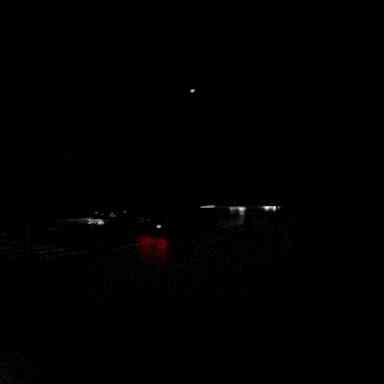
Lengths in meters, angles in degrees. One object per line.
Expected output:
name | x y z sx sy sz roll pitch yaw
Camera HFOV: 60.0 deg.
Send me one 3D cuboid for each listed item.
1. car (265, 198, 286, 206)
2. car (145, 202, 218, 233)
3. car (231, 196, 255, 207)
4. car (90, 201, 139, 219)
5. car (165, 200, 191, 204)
car | 12.089 1.320 48.096 1.994 1.385 4.181 0 0 36
car | -0.411 1.492 19.151 1.895 1.301 4.718 0 0 37
car | 7.246 1.276 46.931 1.837 1.490 4.892 0 0 36
car | -6.376 1.433 27.775 1.994 1.385 4.181 0 0 35
car | -1.231 1.401 29.413 2.033 1.411 5.357 0 0 35
